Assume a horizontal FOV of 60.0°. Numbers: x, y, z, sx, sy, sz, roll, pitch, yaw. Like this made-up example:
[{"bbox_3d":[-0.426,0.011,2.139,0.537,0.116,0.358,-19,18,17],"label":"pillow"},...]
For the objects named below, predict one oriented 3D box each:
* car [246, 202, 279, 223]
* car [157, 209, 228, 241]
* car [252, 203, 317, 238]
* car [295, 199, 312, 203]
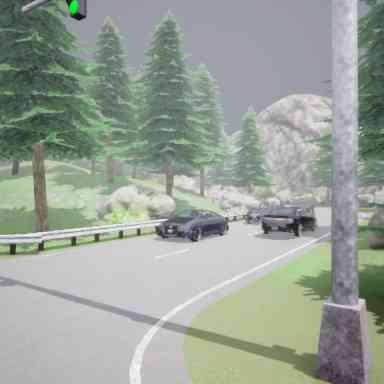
[{"bbox_3d":[5.717,1.506,25.006,2.128,1.511,4.902,0,0,34],"label":"car"},{"bbox_3d":[0.139,1.579,16.772,1.994,1.385,4.181,0,0,34],"label":"car"},{"bbox_3d":[5.376,1.562,18.068,2.128,1.511,4.902,0,-1,34],"label":"car"},{"bbox_3d":[11.230,1.520,33.608,1.837,1.490,4.892,0,0,27],"label":"car"}]
